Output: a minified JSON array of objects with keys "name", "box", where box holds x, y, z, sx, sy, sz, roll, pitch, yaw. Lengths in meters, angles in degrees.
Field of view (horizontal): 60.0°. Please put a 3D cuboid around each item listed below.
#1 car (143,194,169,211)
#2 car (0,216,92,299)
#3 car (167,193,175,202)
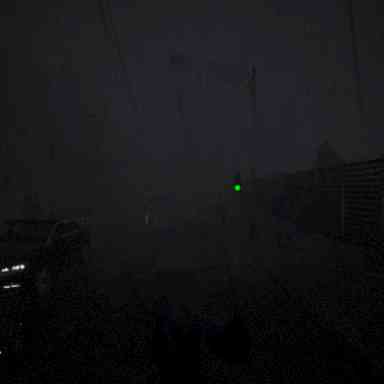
[{"name":"car","box":[-3.995,1.194,35.487,2.128,1.511,4.902,0,0,0]},{"name":"car","box":[-3.999,1.419,8.420,2.128,1.511,4.902,0,0,0]},{"name":"car","box":[-3.992,0.956,59.726,2.033,1.411,5.357,0,0,0]}]
